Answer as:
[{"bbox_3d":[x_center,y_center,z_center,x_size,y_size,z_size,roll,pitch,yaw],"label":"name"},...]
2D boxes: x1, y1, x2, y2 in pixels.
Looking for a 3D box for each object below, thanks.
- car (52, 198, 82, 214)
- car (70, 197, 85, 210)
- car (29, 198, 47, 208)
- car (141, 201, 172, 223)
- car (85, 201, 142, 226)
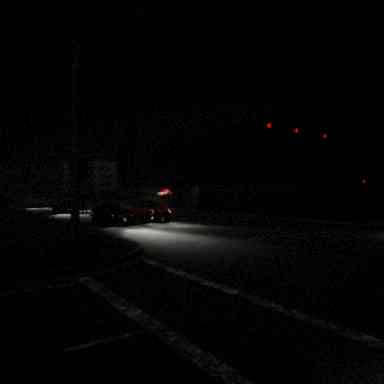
[{"bbox_3d":[-13.977,1.679,36.582,1.994,1.385,4.181,1,-1,-34],"label":"car"},{"bbox_3d":[-15.966,1.510,45.721,2.097,1.767,4.553,1,0,-33],"label":"car"},{"bbox_3d":[-23.229,1.646,50.388,1.812,1.442,4.674,1,-1,-34],"label":"car"},{"bbox_3d":[-3.459,1.504,27.037,2.097,1.767,4.553,1,-1,-34],"label":"car"},{"bbox_3d":[-5.861,1.601,24.341,2.128,1.511,4.902,1,0,-34],"label":"car"}]
